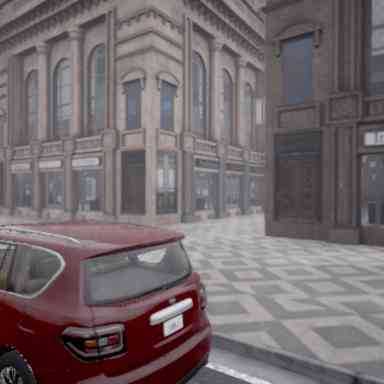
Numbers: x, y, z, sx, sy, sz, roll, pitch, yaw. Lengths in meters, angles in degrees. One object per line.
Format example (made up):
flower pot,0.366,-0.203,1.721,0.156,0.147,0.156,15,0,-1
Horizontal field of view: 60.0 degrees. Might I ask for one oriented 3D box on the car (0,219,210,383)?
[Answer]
car,-2.116,1.306,4.467,5.009,1.841,2.192,0,0,35
